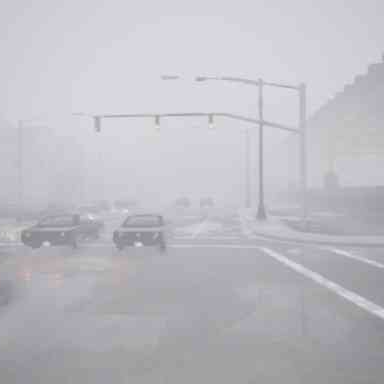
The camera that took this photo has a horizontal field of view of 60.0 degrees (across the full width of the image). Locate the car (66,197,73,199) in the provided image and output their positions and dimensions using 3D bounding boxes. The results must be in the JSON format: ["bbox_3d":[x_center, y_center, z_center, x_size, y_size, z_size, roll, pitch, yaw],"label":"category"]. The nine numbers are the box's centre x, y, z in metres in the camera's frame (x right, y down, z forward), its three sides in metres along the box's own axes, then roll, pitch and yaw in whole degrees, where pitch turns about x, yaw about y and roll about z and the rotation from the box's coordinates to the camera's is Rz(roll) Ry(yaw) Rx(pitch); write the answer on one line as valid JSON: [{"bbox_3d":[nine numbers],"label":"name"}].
[{"bbox_3d":[-13.721,1.374,34.642,2.097,1.767,4.553,0,0,7],"label":"car"}]

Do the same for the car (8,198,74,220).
[{"bbox_3d":[-11.307,1.504,25.378,1.882,1.535,5.008,0,0,7],"label":"car"}]

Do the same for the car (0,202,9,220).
[{"bbox_3d":[-14.816,1.546,25.504,2.128,1.511,4.902,0,0,7],"label":"car"}]

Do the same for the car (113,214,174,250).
[{"bbox_3d":[-1.856,1.579,14.148,1.895,1.301,4.718,-1,0,1],"label":"car"}]

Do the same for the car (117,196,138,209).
[{"bbox_3d":[-8.858,1.556,45.365,1.895,1.301,4.718,0,0,7],"label":"car"}]

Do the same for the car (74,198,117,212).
[{"bbox_3d":[-10.134,1.539,35.135,2.033,1.411,5.357,0,0,7],"label":"car"}]

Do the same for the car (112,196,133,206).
[{"bbox_3d":[-11.258,1.428,54.527,1.882,1.535,5.008,0,0,7],"label":"car"}]

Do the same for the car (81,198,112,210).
[{"bbox_3d":[-12.537,1.535,44.153,2.033,1.411,5.357,0,0,8],"label":"car"}]

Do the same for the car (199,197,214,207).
[{"bbox_3d":[2.170,1.421,48.900,1.994,1.385,4.181,0,0,7],"label":"car"}]

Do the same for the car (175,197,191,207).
[{"bbox_3d":[-1.310,1.448,49.273,1.994,1.385,4.181,0,0,7],"label":"car"}]

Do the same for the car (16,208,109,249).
[{"bbox_3d":[-5.328,1.606,14.505,1.895,1.301,4.718,-1,0,1],"label":"car"}]
